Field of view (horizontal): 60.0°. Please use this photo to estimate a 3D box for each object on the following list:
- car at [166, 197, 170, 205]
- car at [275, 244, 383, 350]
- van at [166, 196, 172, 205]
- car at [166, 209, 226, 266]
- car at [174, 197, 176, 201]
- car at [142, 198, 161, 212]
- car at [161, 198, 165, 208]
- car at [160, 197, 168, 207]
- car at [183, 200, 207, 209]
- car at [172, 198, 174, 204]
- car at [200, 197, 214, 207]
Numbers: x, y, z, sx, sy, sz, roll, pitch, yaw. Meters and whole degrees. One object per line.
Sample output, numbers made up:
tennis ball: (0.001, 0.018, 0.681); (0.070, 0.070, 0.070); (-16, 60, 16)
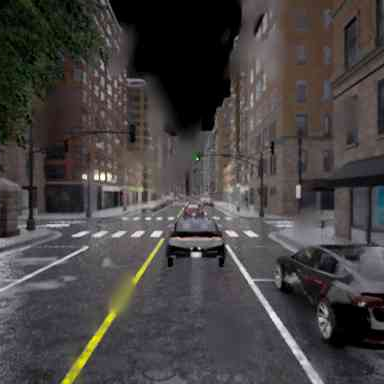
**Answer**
car: (-5.519, 2.016, 60.669); (1.887, 1.381, 4.507); (0, 0, 0)
car: (2.868, 1.617, 6.308); (1.947, 1.339, 4.313); (0, 0, 0)
van: (-5.506, 1.858, 66.121); (1.690, 1.788, 3.998); (0, 0, 0)
car: (0.126, 1.586, 11.879); (2.128, 1.511, 4.902); (0, 0, 0)
car: (-5.478, 1.925, 77.022); (2.192, 1.841, 5.009); (0, 0, 0)
car: (-5.561, 1.863, 44.147); (1.752, 1.417, 4.829); (0, 0, 0)
car: (-5.546, 1.933, 49.767); (2.008, 1.369, 4.403); (0, 0, 0)
car: (-5.533, 1.971, 55.218); (1.887, 1.381, 4.507); (0, 0, 0)
car: (0.167, 1.762, 30.956); (1.812, 1.442, 4.674); (0, 0, 0)
car: (-5.491, 2.114, 71.570); (2.008, 1.369, 4.403); (0, 0, 0)
car: (3.005, 1.911, 60.684); (1.967, 1.590, 4.097); (0, 0, 0)
